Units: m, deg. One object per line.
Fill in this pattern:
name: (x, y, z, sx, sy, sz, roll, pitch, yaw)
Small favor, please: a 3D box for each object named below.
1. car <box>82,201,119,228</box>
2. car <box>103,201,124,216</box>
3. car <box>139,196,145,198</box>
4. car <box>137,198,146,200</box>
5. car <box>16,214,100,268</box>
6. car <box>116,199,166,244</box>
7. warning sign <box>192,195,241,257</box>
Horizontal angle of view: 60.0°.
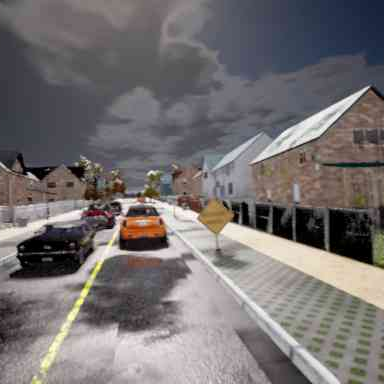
car: (-6.695, 1.589, 24.105, 2.097, 1.767, 4.553, -2, 0, -9)
car: (-8.923, 1.834, 38.141, 1.837, 1.490, 4.892, -2, -1, -9)
car: (-12.086, 1.797, 80.053, 2.097, 1.767, 4.553, -5, -1, -9)
car: (-6.057, 1.791, 38.194, 2.033, 1.411, 5.357, -2, 0, -9)
car: (-4.752, 1.762, 12.279, 1.895, 1.301, 4.718, -2, 0, -9)
car: (-2.528, 1.457, 16.922, 2.097, 1.767, 4.553, -2, 0, -9)
warning sign: (0.801, 1.117, 11.224, 1.300, 1.860, 1.060, -4, -2, -9)
